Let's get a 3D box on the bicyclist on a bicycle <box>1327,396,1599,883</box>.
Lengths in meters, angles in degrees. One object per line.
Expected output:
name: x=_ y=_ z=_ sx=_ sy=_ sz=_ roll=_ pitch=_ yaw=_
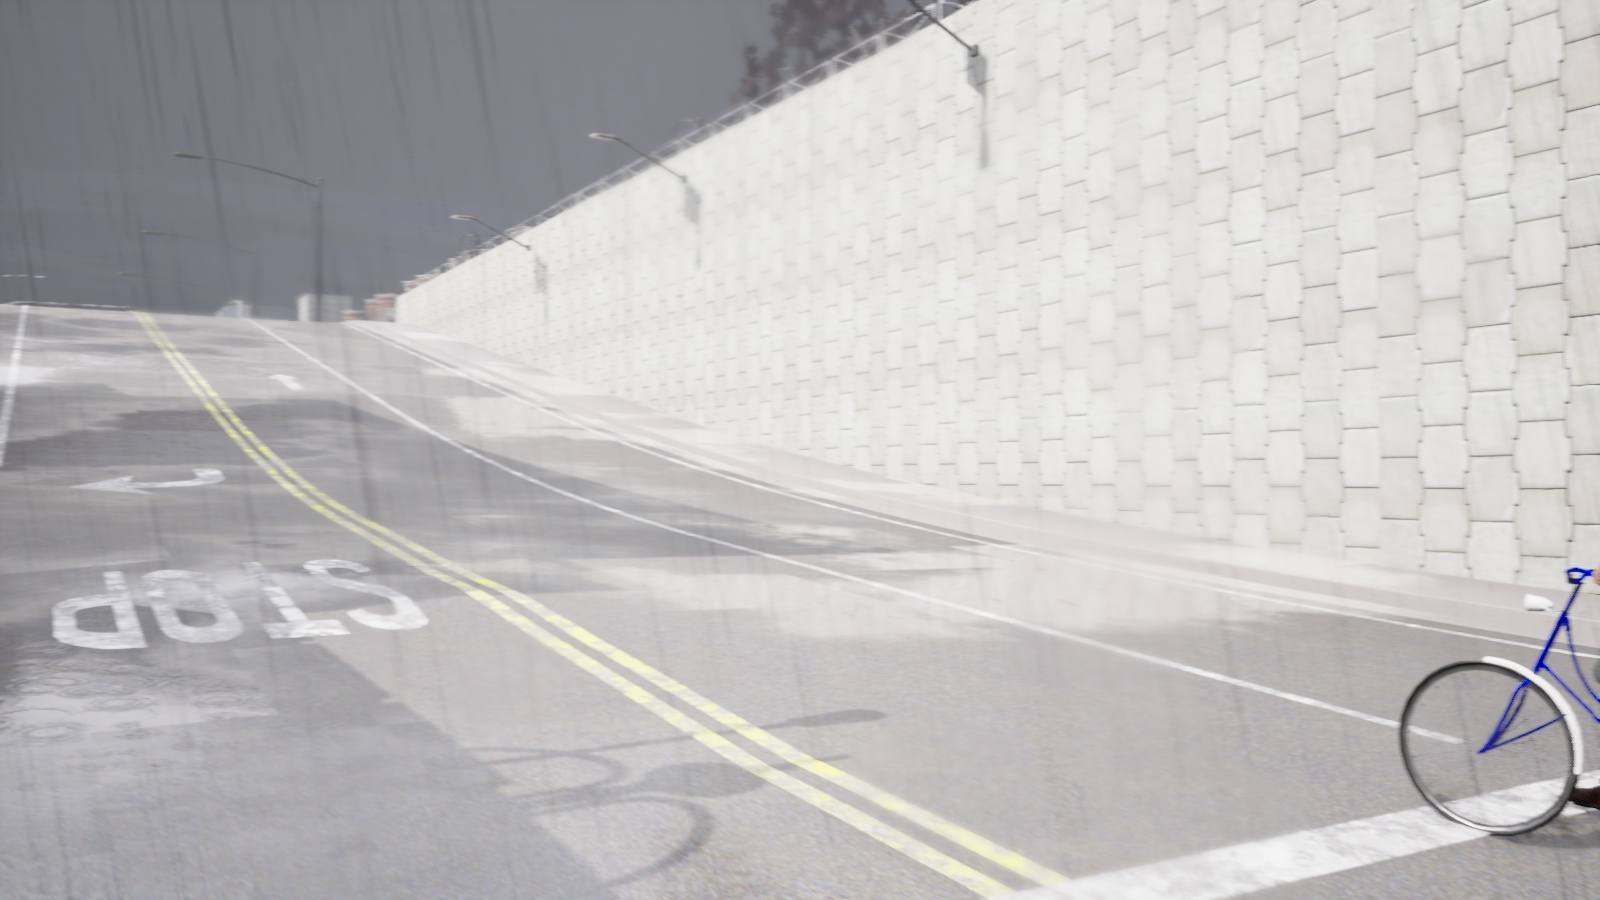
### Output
bicyclist on a bicycle: x=3.124 y=0.694 z=4.851 sx=0.659 sy=1.776 sz=1.843 roll=1 pitch=0 yaw=-44
